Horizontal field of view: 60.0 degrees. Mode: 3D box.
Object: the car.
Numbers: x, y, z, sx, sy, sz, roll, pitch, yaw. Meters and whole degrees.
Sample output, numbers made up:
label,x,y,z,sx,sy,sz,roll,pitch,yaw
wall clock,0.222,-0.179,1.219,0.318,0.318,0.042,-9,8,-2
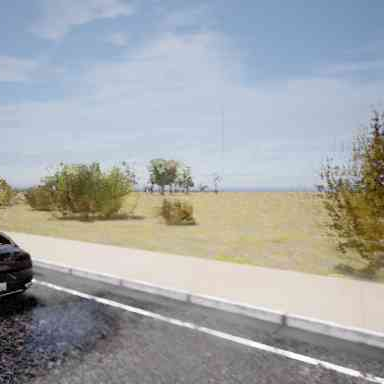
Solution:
label,x,y,z,sx,sy,sz,roll,pitch,yaw
car,-5.494,1.502,7.481,4.892,1.490,1.837,0,0,36
